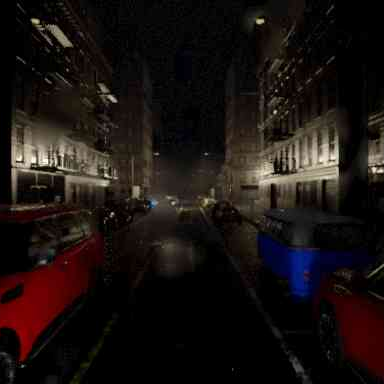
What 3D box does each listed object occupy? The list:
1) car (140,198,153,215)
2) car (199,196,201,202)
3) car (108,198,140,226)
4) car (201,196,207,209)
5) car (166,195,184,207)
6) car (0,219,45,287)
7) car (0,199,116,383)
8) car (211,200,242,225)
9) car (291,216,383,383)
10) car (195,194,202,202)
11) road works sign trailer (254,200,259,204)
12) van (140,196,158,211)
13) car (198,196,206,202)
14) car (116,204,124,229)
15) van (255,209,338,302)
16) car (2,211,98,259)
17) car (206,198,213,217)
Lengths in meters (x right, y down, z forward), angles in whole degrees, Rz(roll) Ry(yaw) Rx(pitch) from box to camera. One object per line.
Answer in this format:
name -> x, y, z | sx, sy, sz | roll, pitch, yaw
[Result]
car -> -5.481, 1.650, 35.057 | 1.802, 1.307, 4.206 | 0, 0, 0
car -> 2.509, 1.652, 51.297 | 2.008, 1.369, 4.403 | 0, 0, 0
car -> -5.457, 1.362, 24.245 | 2.192, 1.841, 5.009 | 0, 0, 0
car -> 2.528, 1.616, 46.061 | 1.752, 1.417, 4.829 | 0, 0, 0
car -> -2.893, 1.598, 53.890 | 2.128, 1.511, 4.902 | 0, 0, 0
car -> -5.419, 1.540, 7.857 | 1.752, 1.417, 4.829 | 0, 0, 0
car -> -2.860, 1.231, 4.797 | 2.150, 2.045, 5.566 | 0, 0, 0
car -> 2.603, 1.573, 24.437 | 1.752, 1.417, 4.829 | 0, 0, 0
car -> 2.678, 1.321, 2.643 | 2.192, 1.841, 5.009 | 0, 0, 0
car -> 2.439, 1.705, 78.173 | 2.008, 1.369, 4.403 | 0, 0, 0
road works sign trailer -> 13.236, 0.508, 63.112 | 2.880, 3.560, 2.380 | 0, 0, 0
van -> -5.494, 1.420, 40.464 | 1.690, 1.788, 3.998 | 0, 0, 0
car -> 2.425, 1.747, 83.855 | 1.802, 1.307, 4.206 | 0, 0, 0
car -> -5.444, 1.602, 18.839 | 1.947, 1.339, 4.313 | 0, 0, 0
van -> 2.659, 1.357, 8.049 | 1.690, 1.788, 3.998 | 0, 0, 0
car -> -5.432, 1.577, 13.432 | 2.008, 1.369, 4.403 | 0, 0, 0
car -> 2.584, 1.498, 29.673 | 1.967, 1.590, 4.097 | 0, 0, 0
